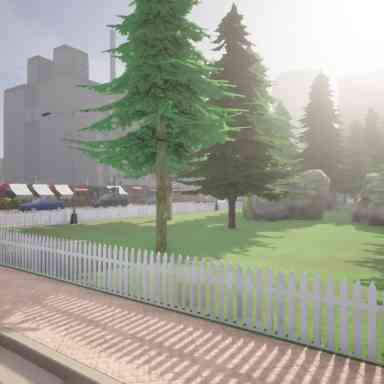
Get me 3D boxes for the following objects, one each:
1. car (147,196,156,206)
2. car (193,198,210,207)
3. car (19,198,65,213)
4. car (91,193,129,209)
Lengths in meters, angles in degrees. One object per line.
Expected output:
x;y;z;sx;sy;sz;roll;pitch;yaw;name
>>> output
-5.257;1.352;54.017;2.097;1.767;4.553;0;0;34;car
2.205;1.601;52.279;1.895;1.301;4.718;0;0;34;car
-16.695;1.478;37.154;1.882;1.535;5.008;0;0;34;car
-11.047;1.221;45.513;2.150;2.045;5.566;0;0;34;car
